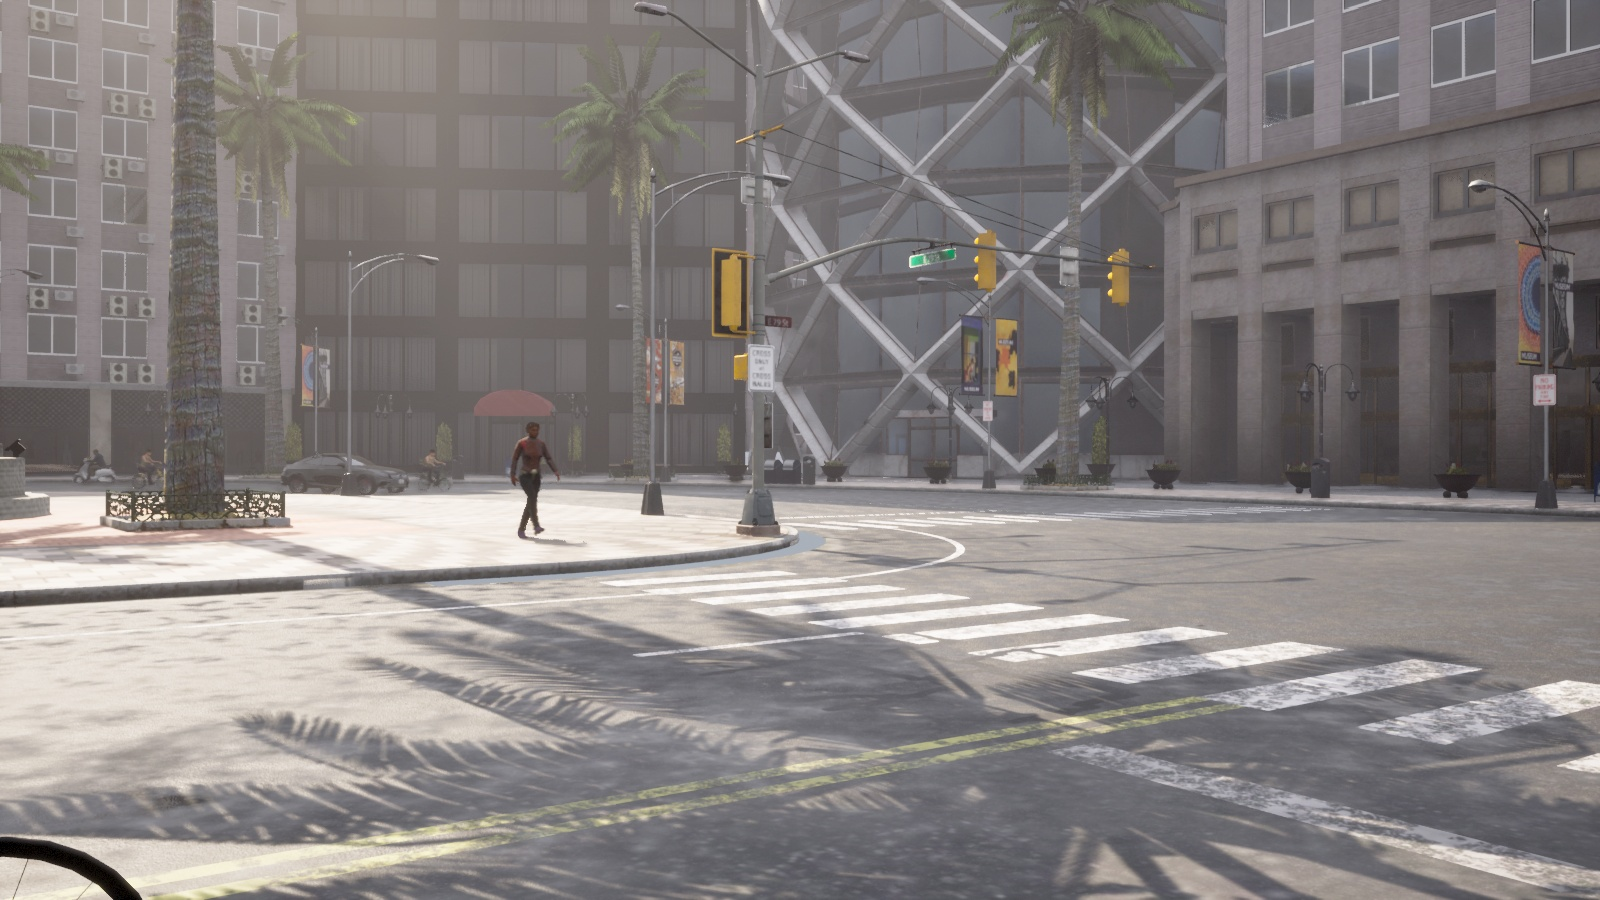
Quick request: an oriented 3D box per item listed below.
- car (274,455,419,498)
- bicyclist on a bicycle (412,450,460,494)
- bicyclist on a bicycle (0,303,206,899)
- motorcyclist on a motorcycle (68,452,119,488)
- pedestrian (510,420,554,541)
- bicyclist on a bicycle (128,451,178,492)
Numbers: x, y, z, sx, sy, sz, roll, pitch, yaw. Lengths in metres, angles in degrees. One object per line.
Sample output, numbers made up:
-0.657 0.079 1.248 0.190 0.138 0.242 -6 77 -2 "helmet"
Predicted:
-16.052 0.913 44.461 4.674 1.442 1.812 0 0 17 "car"
-13.690 0.826 47.275 1.509 1.612 0.866 0 0 22 "bicyclist on a bicycle"
-2.110 0.625 2.206 1.843 1.776 0.659 0 0 -35 "bicyclist on a bicycle"
-31.770 0.904 56.491 1.817 1.590 0.866 0 0 -5 "motorcyclist on a motorcycle"
-4.109 0.457 19.219 0.328 1.805 0.869 0 0 -36 "pedestrian"
-25.606 0.857 49.702 1.509 1.612 0.866 0 0 2 "bicyclist on a bicycle"
